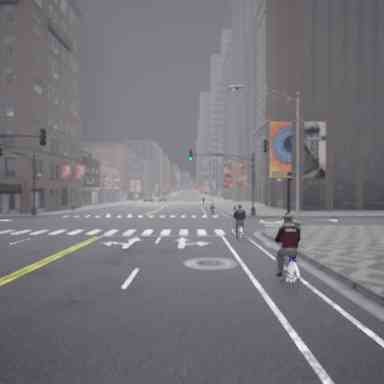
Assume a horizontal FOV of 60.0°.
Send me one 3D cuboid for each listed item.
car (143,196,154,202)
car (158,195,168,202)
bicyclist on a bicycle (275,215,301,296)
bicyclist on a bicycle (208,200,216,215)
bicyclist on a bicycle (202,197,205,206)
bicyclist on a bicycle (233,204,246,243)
[{"bbox_3d":[-9.821,1.644,75.205,1.994,1.385,4.181,0,0,0],"label":"car"},{"bbox_3d":[-6.571,1.592,75.208,1.837,1.490,4.892,0,0,0],"label":"car"},{"bbox_3d":[2.241,1.416,7.929,0.659,1.776,1.843,0,0,0],"label":"bicyclist on a bicycle"},{"bbox_3d":[2.216,1.663,36.090,0.866,1.612,1.509,0,0,0],"label":"bicyclist on a bicycle"},{"bbox_3d":[2.190,1.779,63.860,0.659,1.776,1.843,0,0,0],"label":"bicyclist on a bicycle"},{"bbox_3d":[2.234,1.464,15.752,0.659,1.776,1.843,0,0,0],"label":"bicyclist on a bicycle"}]
